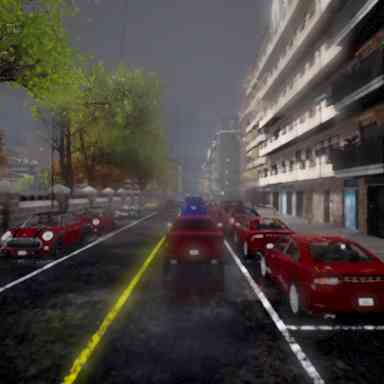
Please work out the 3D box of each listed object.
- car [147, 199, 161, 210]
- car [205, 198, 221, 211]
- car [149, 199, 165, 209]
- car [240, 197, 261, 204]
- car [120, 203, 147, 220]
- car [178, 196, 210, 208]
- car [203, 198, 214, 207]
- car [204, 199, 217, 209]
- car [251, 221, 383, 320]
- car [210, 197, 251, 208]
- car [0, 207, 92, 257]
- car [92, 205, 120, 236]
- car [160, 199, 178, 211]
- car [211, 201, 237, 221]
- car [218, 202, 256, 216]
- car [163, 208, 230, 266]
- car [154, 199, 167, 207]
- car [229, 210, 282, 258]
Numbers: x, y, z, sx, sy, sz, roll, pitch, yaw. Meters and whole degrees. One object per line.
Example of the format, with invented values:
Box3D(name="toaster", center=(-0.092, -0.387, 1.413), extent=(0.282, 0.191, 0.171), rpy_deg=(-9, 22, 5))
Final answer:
Box3D(name="car", center=(-5.517, 1.803, 46.676), extent=(1.752, 1.417, 4.829), rpy_deg=(0, 0, 0))
Box3D(name="car", center=(2.863, 1.720, 46.815), extent=(1.967, 1.590, 4.097), rpy_deg=(0, 0, 0))
Box3D(name="car", center=(-5.495, 1.866, 52.476), extent=(2.008, 1.369, 4.403), rpy_deg=(0, 0, 0))
Box3D(name="car", center=(14.935, 2.130, 85.021), extent=(5.009, 1.841, 2.192), rpy_deg=(1, -1, 0))
Box3D(name="car", center=(-5.581, 1.725, 29.955), extent=(2.008, 1.369, 4.403), rpy_deg=(0, 0, 0))
Box3D(name="car", center=(0.174, 1.394, 29.241), extent=(2.150, 2.045, 5.566), rpy_deg=(0, 0, 1))
Box3D(name="car", center=(2.907, 1.881, 58.246), extent=(1.752, 1.417, 4.829), rpy_deg=(0, 0, 0))
Box3D(name="car", center=(2.885, 1.882, 52.444), extent=(1.947, 1.339, 4.313), rpy_deg=(0, 0, 0))
Box3D(name="car", center=(2.714, 1.587, 7.404), extent=(1.887, 1.381, 4.507), rpy_deg=(0, 0, 0))
Box3D(name="car", center=(2.777, 1.457, 24.295), extent=(2.192, 1.841, 5.009), rpy_deg=(0, 0, 0))
Box3D(name="car", center=(-5.646, 1.515, 13.066), extent=(1.967, 1.590, 4.097), rpy_deg=(0, 0, 0))
Box3D(name="car", center=(-5.624, 1.548, 18.694), extent=(1.967, 1.590, 4.097), rpy_deg=(0, 0, 0))
Box3D(name="car", center=(-2.919, 1.782, 46.363), extent=(1.837, 1.490, 4.892), rpy_deg=(0, -1, 0))
Box3D(name="car", center=(2.799, 1.615, 29.925), extent=(1.967, 1.590, 4.097), rpy_deg=(0, 0, 0))
Box3D(name="car", center=(2.757, 1.548, 18.664), extent=(1.967, 1.590, 4.097), rpy_deg=(0, 0, 0))
Box3D(name="car", center=(0.089, 1.545, 11.806), extent=(1.882, 1.535, 5.008), rpy_deg=(0, 0, 1))
Box3D(name="car", center=(-5.475, 1.877, 57.936), extent=(1.752, 1.417, 4.829), rpy_deg=(0, 0, 0))
Box3D(name="car", center=(2.735, 1.620, 13.034), extent=(1.887, 1.381, 4.507), rpy_deg=(0, 0, 0))
